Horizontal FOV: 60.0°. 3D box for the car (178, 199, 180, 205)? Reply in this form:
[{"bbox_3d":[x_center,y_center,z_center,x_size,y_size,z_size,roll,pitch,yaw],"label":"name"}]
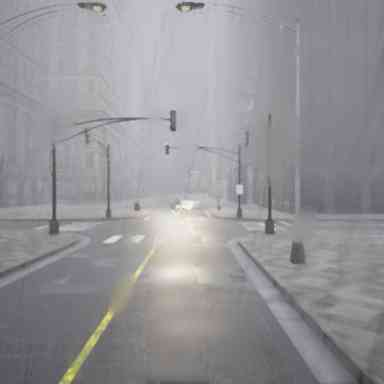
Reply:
[{"bbox_3d":[-3.039,1.593,57.909,1.994,1.385,4.181,0,0,0],"label":"car"}]

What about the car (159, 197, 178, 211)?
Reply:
[{"bbox_3d":[-3.079,1.619,41.696,1.895,1.301,4.718,0,0,0],"label":"car"}]
